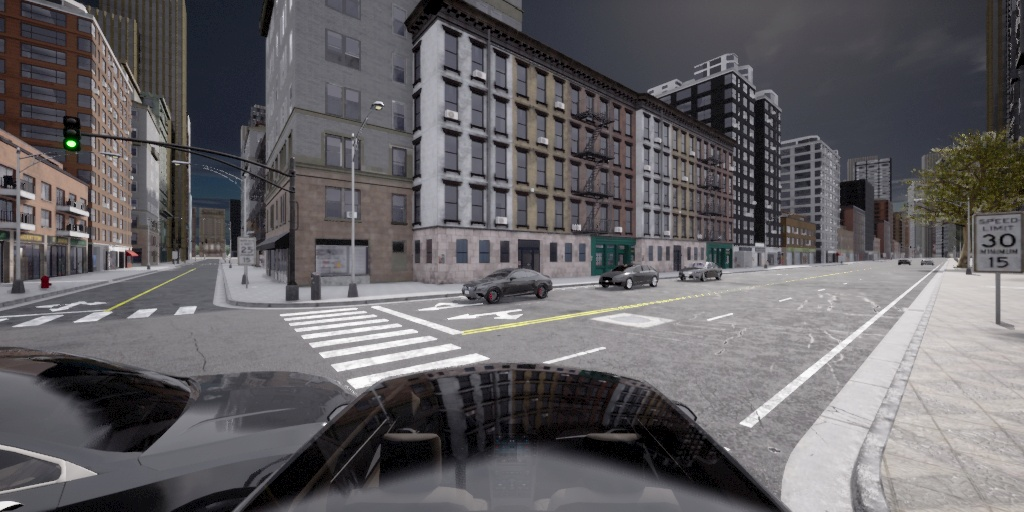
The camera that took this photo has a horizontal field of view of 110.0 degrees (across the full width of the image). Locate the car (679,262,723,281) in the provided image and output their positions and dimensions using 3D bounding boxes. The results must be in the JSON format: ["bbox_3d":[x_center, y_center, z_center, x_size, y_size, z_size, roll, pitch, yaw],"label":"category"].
[{"bbox_3d":[15.538,1.235,29.467,4.902,1.511,2.128,0,0,-39],"label":"car"}]

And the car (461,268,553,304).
[{"bbox_3d":[-0.109,1.286,16.706,4.674,1.442,1.812,0,0,-39],"label":"car"}]

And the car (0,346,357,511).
[{"bbox_3d":[-3.229,1.257,1.721,4.892,1.490,1.837,0,0,-35],"label":"car"}]

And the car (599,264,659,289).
[{"bbox_3d":[7.556,1.257,22.963,4.892,1.490,1.837,0,0,-39],"label":"car"}]
